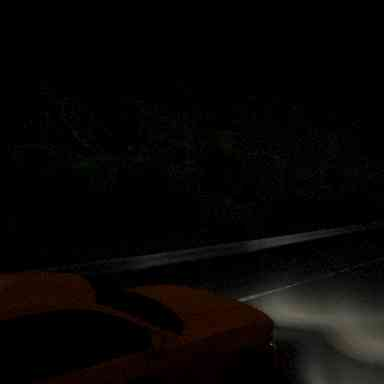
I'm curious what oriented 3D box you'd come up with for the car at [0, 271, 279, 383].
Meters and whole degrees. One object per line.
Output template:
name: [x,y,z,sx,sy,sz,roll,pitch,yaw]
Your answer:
car: [-1.369,1.478,2.845,5.008,1.535,1.882,-1,0,-36]
